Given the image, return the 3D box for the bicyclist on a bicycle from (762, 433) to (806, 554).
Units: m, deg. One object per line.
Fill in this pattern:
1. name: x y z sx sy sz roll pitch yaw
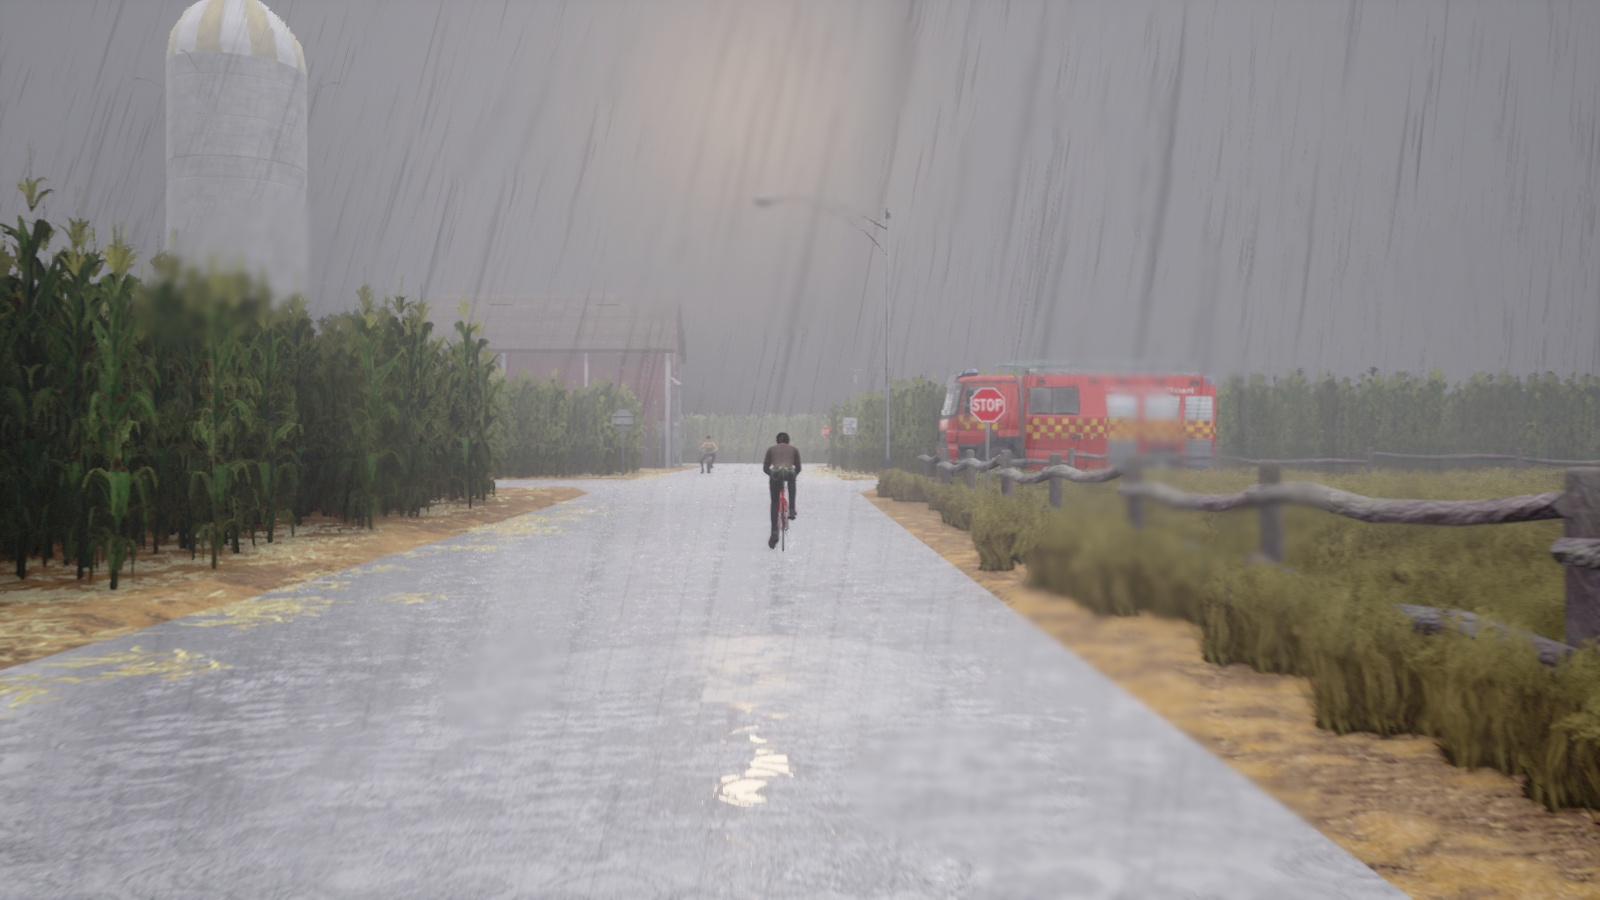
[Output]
1. bicyclist on a bicycle: -0.223 0.574 17.524 0.582 1.620 1.656 0 0 -1

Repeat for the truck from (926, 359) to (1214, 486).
1. truck: 8.409 -0.847 39.889 8.468 3.827 2.891 1 0 -1
